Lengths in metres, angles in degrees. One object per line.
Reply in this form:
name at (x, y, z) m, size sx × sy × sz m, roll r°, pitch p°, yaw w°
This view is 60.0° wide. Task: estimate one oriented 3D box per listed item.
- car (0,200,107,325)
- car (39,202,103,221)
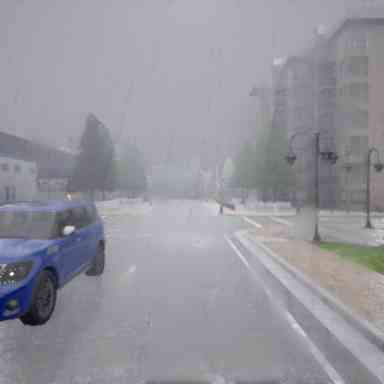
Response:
car at (-3.559, 1.242, 7.510) m, size 2.150 × 2.045 × 5.566 m, roll 0°, pitch 0°, yaw 0°
car at (-9.962, 1.593, 27.551) m, size 4.674 × 1.442 × 1.812 m, roll 0°, pitch 0°, yaw 8°
